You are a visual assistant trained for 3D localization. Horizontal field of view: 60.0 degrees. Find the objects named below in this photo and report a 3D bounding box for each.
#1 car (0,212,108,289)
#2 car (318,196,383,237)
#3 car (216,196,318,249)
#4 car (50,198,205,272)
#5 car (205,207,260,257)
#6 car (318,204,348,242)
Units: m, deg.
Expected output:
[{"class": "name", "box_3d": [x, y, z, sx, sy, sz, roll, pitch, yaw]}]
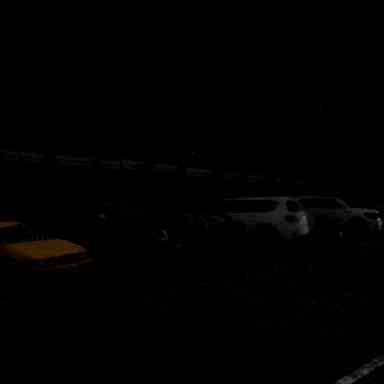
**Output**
[{"class": "car", "box_3d": [-4.977, 1.480, 9.251, 5.366, 1.575, 1.946, -1, -1, 34]}, {"class": "car", "box_3d": [7.196, 1.223, 18.115, 5.566, 2.045, 2.435, -1, -1, 34]}, {"class": "car", "box_3d": [2.224, 1.228, 14.638, 5.566, 2.045, 2.435, -1, 0, 34]}, {"class": "car", "box_3d": [-2.649, 1.232, 11.088, 5.566, 2.045, 2.435, -1, -1, 35]}, {"class": "car", "box_3d": [-0.209, 1.482, 12.846, 4.892, 1.521, 2.231, -1, 0, 35]}, {"class": "car", "box_3d": [4.738, 1.506, 16.354, 4.792, 1.488, 2.163, -1, -1, 35]}]
